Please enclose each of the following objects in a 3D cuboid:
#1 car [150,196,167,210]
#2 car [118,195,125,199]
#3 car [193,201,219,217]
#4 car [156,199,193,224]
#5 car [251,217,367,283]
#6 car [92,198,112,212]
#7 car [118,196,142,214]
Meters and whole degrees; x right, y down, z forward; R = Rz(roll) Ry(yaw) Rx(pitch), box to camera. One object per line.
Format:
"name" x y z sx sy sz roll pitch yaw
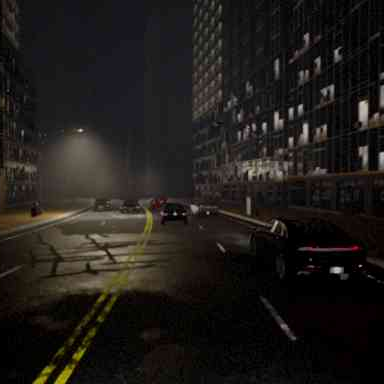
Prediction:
"car" -4.023 1.246 41.298 2.097 1.767 4.553 0 0 -10
"car" -15.658 1.295 74.467 2.033 1.411 5.357 0 0 -15
"car" 1.061 1.517 30.665 1.895 1.301 4.718 0 0 -8
"car" -1.393 1.493 24.252 2.033 1.411 5.357 0 0 -6
"car" 3.020 1.467 9.616 2.128 1.511 4.902 0 0 -3
"car" -10.222 1.434 38.116 1.837 1.490 4.892 0 0 -10
"car" -6.277 1.433 34.316 1.837 1.490 4.892 0 0 -9
